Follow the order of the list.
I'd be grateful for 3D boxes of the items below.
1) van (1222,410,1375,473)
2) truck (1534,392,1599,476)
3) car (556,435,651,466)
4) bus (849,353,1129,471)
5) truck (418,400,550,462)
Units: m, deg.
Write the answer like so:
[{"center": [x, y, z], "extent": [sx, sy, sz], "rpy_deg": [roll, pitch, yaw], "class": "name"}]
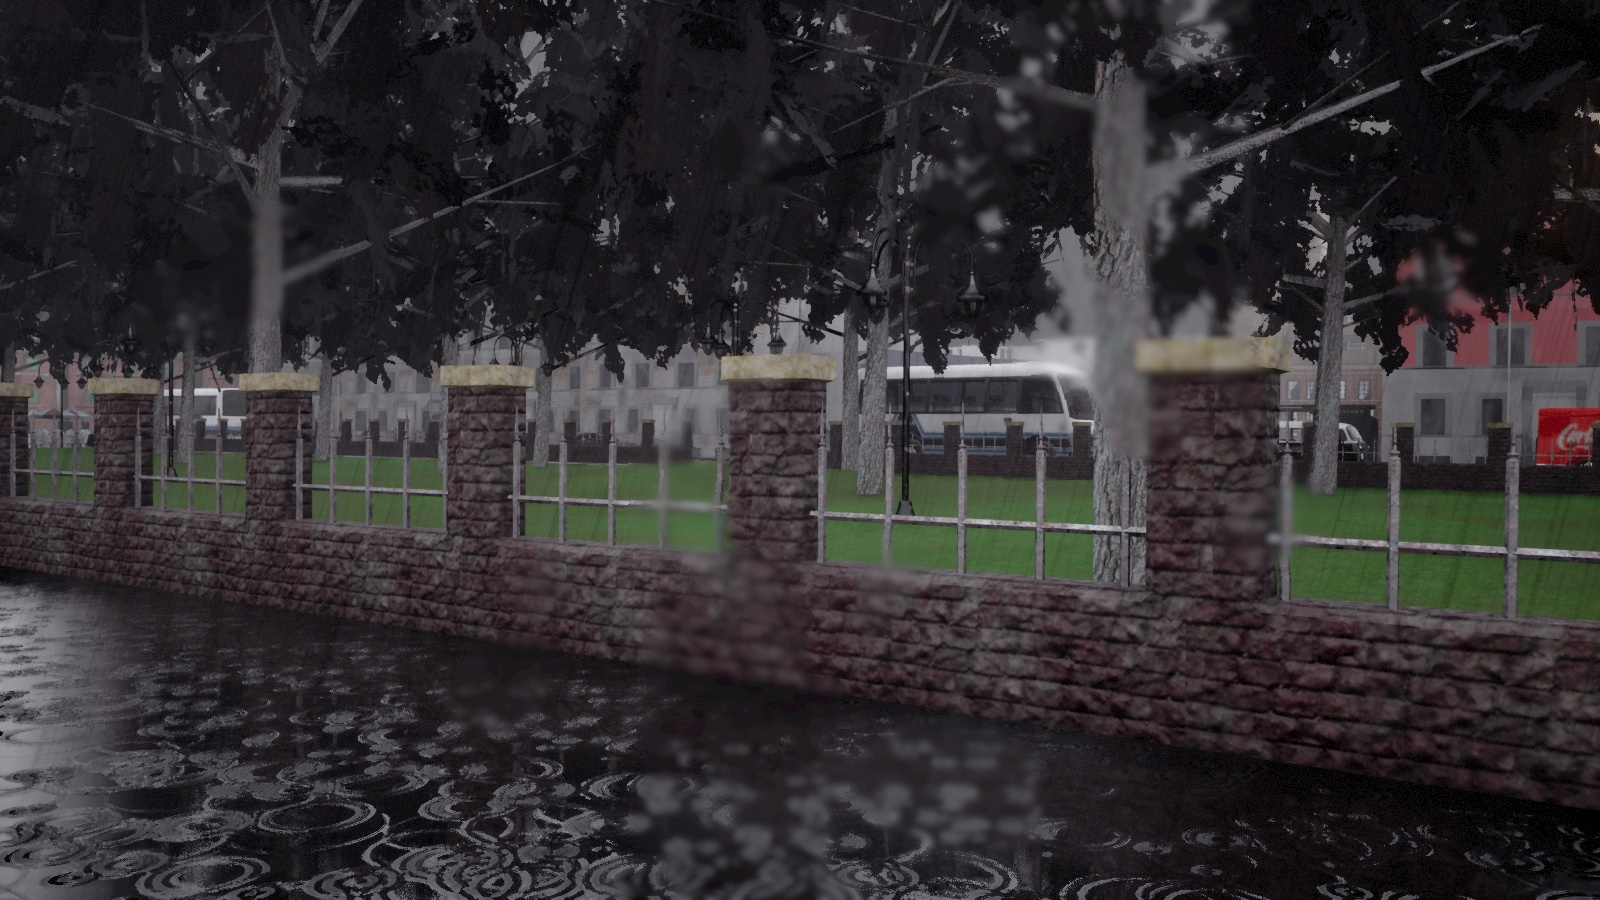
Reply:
[{"center": [16.983, -0.284, 42.855], "extent": [4.480, 2.038, 2.069], "rpy_deg": [0, 1, 35], "class": "van"}, {"center": [24.907, -0.489, 37.226], "extent": [5.204, 2.467, 2.627], "rpy_deg": [0, 1, 36], "class": "truck"}, {"center": [-9.688, 0.001, 61.836], "extent": [4.674, 1.442, 1.812], "rpy_deg": [0, 1, 35], "class": "car"}, {"center": [7.328, -1.390, 49.699], "extent": [10.273, 4.253, 3.944], "rpy_deg": [0, 1, 35], "class": "bus"}, {"center": [-18.403, -1.079, 72.905], "extent": [7.936, 3.462, 2.891], "rpy_deg": [0, 1, 35], "class": "truck"}]
